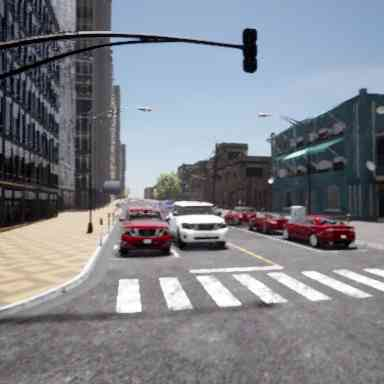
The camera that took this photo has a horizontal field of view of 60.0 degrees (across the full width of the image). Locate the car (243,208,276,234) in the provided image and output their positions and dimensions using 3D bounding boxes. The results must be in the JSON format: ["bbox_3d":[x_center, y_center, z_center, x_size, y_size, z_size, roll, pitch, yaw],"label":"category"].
[{"bbox_3d":[5.083,1.979,21.924,1.802,1.307,4.206,1,-1,-11],"label":"car"}]

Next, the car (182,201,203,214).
[{"bbox_3d":[-0.019,2.236,49.186,2.192,1.841,5.009,1,-1,-11],"label":"car"}]

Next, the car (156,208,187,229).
[{"bbox_3d":[-1.720,2.062,26.755,1.994,1.385,4.181,0,-1,-11],"label":"car"}]

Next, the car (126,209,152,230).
[{"bbox_3d":[-4.176,2.064,25.834,1.802,1.307,4.206,1,-1,-11],"label":"car"}]

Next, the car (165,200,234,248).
[{"bbox_3d":[0.130,1.525,16.876,2.150,2.045,5.566,0,-1,-11],"label":"car"}]

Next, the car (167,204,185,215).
[{"bbox_3d":[-2.311,2.447,47.047,1.994,1.385,4.181,0,-1,-10],"label":"car"}]

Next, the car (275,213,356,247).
[{"bbox_3d":[6.104,1.835,16.475,1.887,1.381,4.507,1,-1,-11],"label":"car"}]

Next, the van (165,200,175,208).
[{"bbox_3d":[-5.125,2.758,76.439,1.690,1.788,3.998,1,-1,-11],"label":"van"}]

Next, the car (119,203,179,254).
[{"bbox_3d":[-2.130,1.583,14.938,2.192,1.841,5.009,1,-1,-11],"label":"car"}]

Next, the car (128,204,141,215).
[{"bbox_3d":[-8.260,2.481,47.637,1.802,1.307,4.206,1,-1,-11],"label":"car"}]

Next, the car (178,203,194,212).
[{"bbox_3d":[-1.074,2.551,54.799,1.752,1.417,4.829,1,-1,-11],"label":"car"}]

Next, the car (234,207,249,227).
[{"bbox_3d":[4.063,1.944,27.380,1.967,1.590,4.097,1,-1,-11],"label":"car"}]

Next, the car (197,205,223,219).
[{"bbox_3d":[2.020,2.266,38.278,2.008,1.369,4.403,1,-1,-11],"label":"car"}]

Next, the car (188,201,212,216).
[{"bbox_3d":[1.002,2.134,43.733,2.192,1.841,5.009,1,-1,-11],"label":"car"}]

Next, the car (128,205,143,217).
[{"bbox_3d":[-7.239,2.379,42.184,1.802,1.307,4.206,1,-1,-11],"label":"car"}]
